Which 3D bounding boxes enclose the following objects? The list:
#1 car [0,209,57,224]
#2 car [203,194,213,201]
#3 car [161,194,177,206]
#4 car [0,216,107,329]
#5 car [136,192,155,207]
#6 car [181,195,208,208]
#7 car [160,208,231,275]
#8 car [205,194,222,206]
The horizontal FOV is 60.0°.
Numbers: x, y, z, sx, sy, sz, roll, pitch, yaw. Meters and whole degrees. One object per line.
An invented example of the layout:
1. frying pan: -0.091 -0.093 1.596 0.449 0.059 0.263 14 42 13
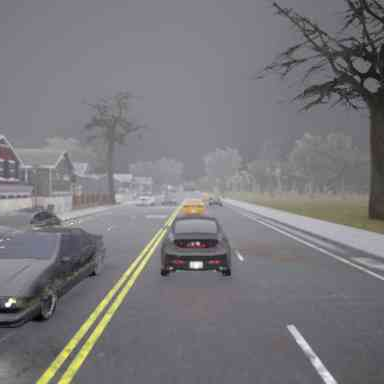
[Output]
1. car: -6.597 1.445 12.872 1.837 1.490 4.892 0 0 0
2. car: 3.266 1.136 69.186 1.882 1.535 5.008 0 0 0
3. car: -3.315 1.115 48.736 2.097 1.767 4.553 0 0 0
4. car: -3.350 1.513 7.402 2.033 1.411 5.357 0 0 0
5. car: -6.583 0.987 47.957 2.150 2.045 5.566 0 0 0
6. car: 0.107 1.341 28.847 1.882 1.535 5.008 0 0 0
7. car: 0.102 1.457 10.250 1.837 1.490 4.892 0 0 0
8. car: 3.362 1.308 48.913 2.033 1.411 5.357 0 0 0
